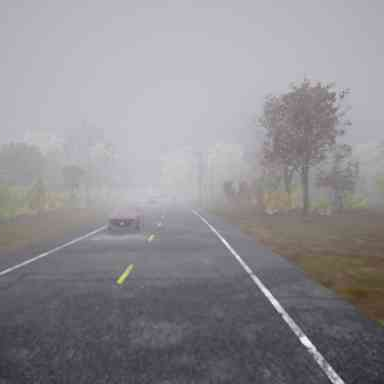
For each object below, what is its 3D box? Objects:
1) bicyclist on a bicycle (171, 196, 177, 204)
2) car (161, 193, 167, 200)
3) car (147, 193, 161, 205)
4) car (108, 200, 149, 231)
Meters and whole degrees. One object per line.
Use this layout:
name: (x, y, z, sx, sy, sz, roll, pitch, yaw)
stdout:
bicyclist on a bicycle: (-3.364, 1.562, 66.872, 0.582, 1.620, 1.656, 0, 0, -7)
car: (-8.445, 1.159, 93.815, 2.150, 2.045, 5.566, 0, 0, -11)
car: (-7.415, 1.468, 63.039, 2.097, 1.767, 4.553, 0, 0, -6)
car: (-4.101, 1.546, 21.480, 1.882, 1.535, 5.008, 0, 0, -3)
